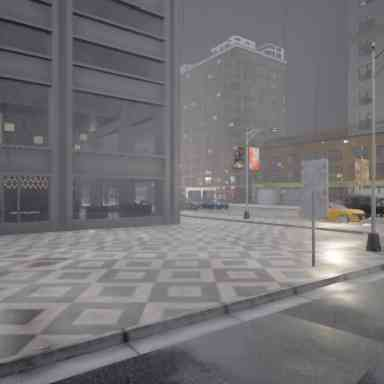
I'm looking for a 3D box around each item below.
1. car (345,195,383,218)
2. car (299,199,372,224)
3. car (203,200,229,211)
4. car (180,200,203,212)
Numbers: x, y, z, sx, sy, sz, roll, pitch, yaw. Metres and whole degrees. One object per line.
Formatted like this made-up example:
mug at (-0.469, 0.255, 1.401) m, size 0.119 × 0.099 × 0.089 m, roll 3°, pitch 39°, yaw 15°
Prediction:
car at (14.508, 1.265, 25.816) m, size 2.150 × 2.045 × 5.566 m, roll 0°, pitch 0°, yaw -38°
car at (10.616, 1.528, 25.511) m, size 1.882 × 1.535 × 5.008 m, roll 0°, pitch 0°, yaw -36°
car at (2.595, 1.717, 42.181) m, size 1.895 × 1.301 × 4.718 m, roll 0°, pitch 0°, yaw -36°
car at (-1.043, 1.685, 41.678) m, size 1.994 × 1.385 × 4.181 m, roll 0°, pitch 0°, yaw -36°
